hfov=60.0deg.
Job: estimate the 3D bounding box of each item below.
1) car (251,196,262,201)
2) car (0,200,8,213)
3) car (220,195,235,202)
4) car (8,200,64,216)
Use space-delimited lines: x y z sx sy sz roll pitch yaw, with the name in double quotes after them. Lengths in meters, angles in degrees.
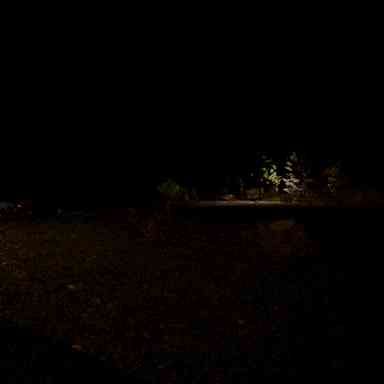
16.991 1.738 86.905 1.994 1.385 4.181 0 0 28 "car"
-21.986 1.600 36.274 1.812 1.442 4.674 0 1 34 "car"
8.830 1.517 82.266 2.097 1.767 4.553 0 0 34 "car"
-15.337 1.526 33.611 1.882 1.535 5.008 0 0 34 "car"
